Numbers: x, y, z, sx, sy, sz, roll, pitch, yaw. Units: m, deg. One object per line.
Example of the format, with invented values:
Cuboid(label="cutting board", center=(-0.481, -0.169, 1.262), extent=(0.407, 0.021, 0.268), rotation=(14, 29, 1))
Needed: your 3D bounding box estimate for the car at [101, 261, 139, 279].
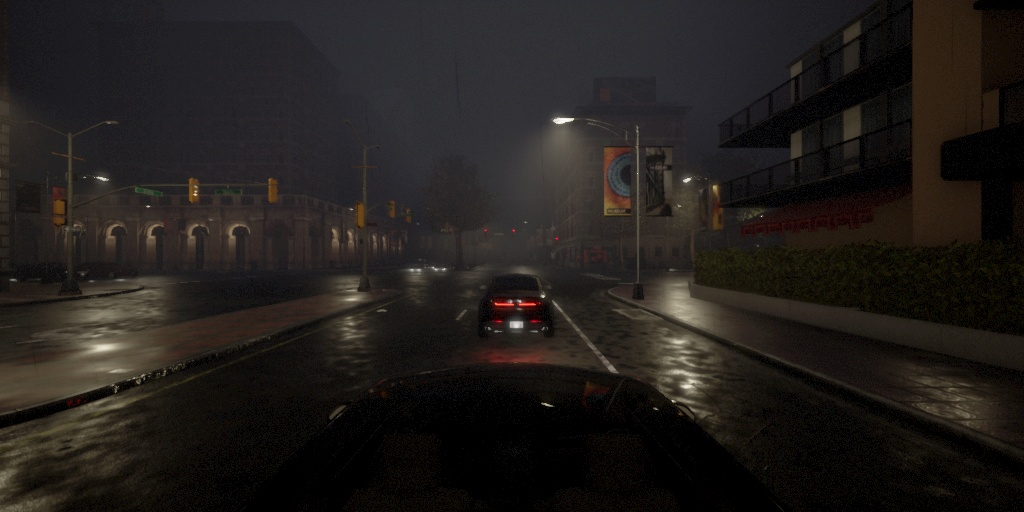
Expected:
Cuboid(label="car", center=(-36.674, 1.227, 32.310), extent=(5.008, 1.535, 1.882), rotation=(0, 0, 0))

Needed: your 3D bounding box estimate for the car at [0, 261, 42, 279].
Cuboid(label="car", center=(-46.128, 1.227, 32.330), extent=(5.008, 1.535, 1.882), rotation=(0, 0, 0))

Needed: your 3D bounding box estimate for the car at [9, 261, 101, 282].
Cuboid(label="car", center=(-36.930, 1.241, 28.810), extent=(4.902, 1.511, 2.128), rotation=(0, 0, 0))

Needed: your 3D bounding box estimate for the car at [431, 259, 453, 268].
Cuboid(label="car", center=(-11.352, 1.313, 58.657), extent=(1.994, 1.385, 4.181), rotation=(0, 0, 0))

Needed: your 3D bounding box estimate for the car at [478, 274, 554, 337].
Cuboid(label="car", center=(0.109, 1.255, 10.259), extent=(1.837, 1.490, 4.892), rotation=(0, 0, 0))

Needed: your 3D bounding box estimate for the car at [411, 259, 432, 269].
Cuboid(label="car", center=(-14.857, 1.241, 57.885), extent=(2.128, 1.511, 4.902), rotation=(0, 0, 0))
